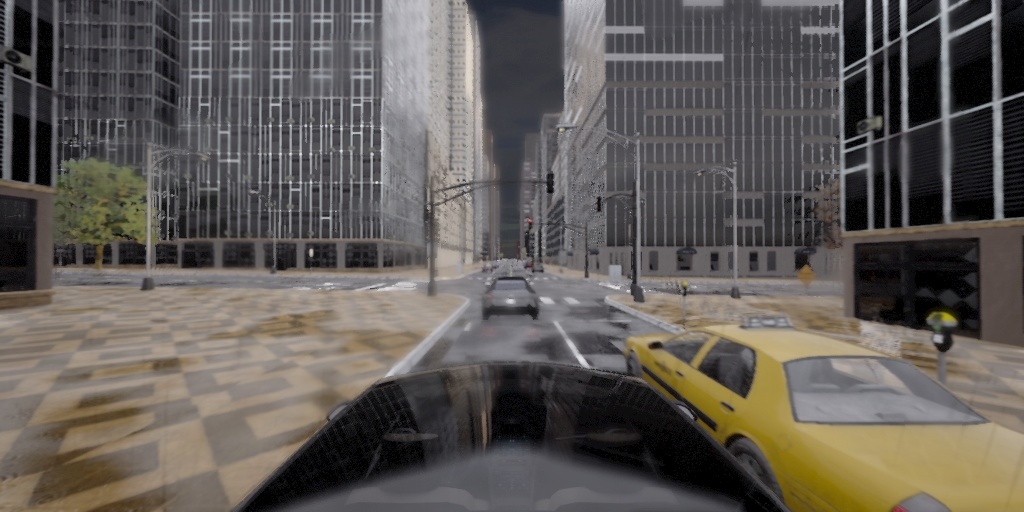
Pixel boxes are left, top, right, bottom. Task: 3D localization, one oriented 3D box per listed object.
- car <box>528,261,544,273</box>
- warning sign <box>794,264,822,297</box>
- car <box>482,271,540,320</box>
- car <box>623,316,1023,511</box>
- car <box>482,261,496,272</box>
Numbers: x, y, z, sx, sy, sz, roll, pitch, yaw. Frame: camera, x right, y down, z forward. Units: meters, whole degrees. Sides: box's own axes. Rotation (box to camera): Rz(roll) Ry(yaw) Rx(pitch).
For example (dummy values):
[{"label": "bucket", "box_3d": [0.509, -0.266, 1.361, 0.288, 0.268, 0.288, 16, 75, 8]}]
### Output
[{"label": "car", "box_3d": [3.900, 1.918, 54.792, 1.948, 1.339, 4.313, 0, 0, 0]}, {"label": "warning sign", "box_3d": [17.273, 1.418, 21.000, 1.060, 1.860, 1.300, 0, 0, -3]}, {"label": "car", "box_3d": [-0.068, 1.443, 13.387, 1.994, 1.385, 4.181, 0, -1, -1]}, {"label": "car", "box_3d": [2.567, 1.297, 3.862, 1.751, 1.417, 4.829, 0, 0, 0]}, {"label": "car", "box_3d": [-4.057, 1.993, 60.278, 1.802, 1.307, 4.207, 0, 0, 0]}]
